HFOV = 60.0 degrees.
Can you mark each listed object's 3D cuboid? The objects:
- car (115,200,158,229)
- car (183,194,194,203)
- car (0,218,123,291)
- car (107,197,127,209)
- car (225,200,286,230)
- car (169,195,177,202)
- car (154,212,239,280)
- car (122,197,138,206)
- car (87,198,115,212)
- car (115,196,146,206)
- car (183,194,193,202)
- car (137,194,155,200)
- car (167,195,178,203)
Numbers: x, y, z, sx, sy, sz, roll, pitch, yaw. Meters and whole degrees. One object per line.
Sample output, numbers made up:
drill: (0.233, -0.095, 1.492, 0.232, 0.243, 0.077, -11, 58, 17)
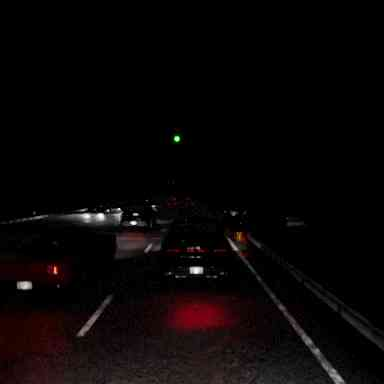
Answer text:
car: (-3.402, 1.529, 21.779, 1.837, 1.490, 4.892, 0, 1, 0)
car: (-0.560, 1.597, 68.846, 1.812, 1.442, 4.674, 0, 0, -2)
car: (-3.400, 1.610, 8.986, 1.895, 1.301, 4.718, 0, 0, 0)
car: (-10.684, 1.554, 47.862, 1.837, 1.490, 4.892, 0, 0, -1)
car: (4.102, 1.374, 21.458, 4.553, 1.767, 2.097, 0, 0, -42)
car: (-4.546, 1.514, 78.792, 1.812, 1.442, 4.674, 0, 0, -3)
car: (0.097, 1.516, 9.964, 1.837, 1.490, 4.892, 0, 0, 0)
car: (-10.800, 1.608, 58.429, 2.033, 1.411, 5.357, 0, 0, -1)
car: (-10.620, 1.641, 38.553, 1.895, 1.301, 4.718, 0, 0, 0)
car: (-7.112, 1.532, 39.043, 2.128, 1.511, 4.902, 0, 0, 1)
car: (-1.049, 1.345, 78.961, 2.097, 1.767, 4.553, 0, 0, -3)
car: (-7.192, 1.272, 48.902, 2.150, 2.045, 5.566, 0, 0, 0)
car: (-4.059, 1.593, 68.747, 1.812, 1.442, 4.674, 0, 0, -2)
